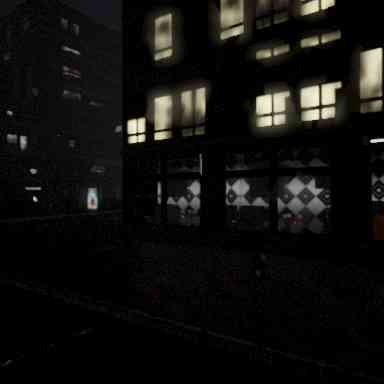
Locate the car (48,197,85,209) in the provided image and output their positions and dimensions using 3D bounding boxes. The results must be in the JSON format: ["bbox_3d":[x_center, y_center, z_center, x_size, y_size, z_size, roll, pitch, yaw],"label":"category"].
[{"bbox_3d":[-15.946,1.359,42.415,1.802,1.307,4.206,1,2,35],"label":"car"}]

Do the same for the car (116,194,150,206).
[{"bbox_3d":[-8.477,1.064,48.589,1.882,1.535,5.008,0,1,35],"label":"car"}]

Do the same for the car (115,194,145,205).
[{"bbox_3d":[-9.595,1.119,51.508,2.008,1.369,4.403,1,2,35],"label":"car"}]

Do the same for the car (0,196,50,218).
[{"bbox_3d":[-15.395,1.249,28.567,2.192,1.841,5.009,1,2,35],"label":"car"}]

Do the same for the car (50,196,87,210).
[{"bbox_3d":[-14.591,1.279,39.854,2.128,1.511,4.902,0,1,35],"label":"car"}]

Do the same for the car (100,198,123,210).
[{"bbox_3d":[-9.041,1.293,37.667,1.947,1.339,4.313,1,2,35],"label":"car"}]
